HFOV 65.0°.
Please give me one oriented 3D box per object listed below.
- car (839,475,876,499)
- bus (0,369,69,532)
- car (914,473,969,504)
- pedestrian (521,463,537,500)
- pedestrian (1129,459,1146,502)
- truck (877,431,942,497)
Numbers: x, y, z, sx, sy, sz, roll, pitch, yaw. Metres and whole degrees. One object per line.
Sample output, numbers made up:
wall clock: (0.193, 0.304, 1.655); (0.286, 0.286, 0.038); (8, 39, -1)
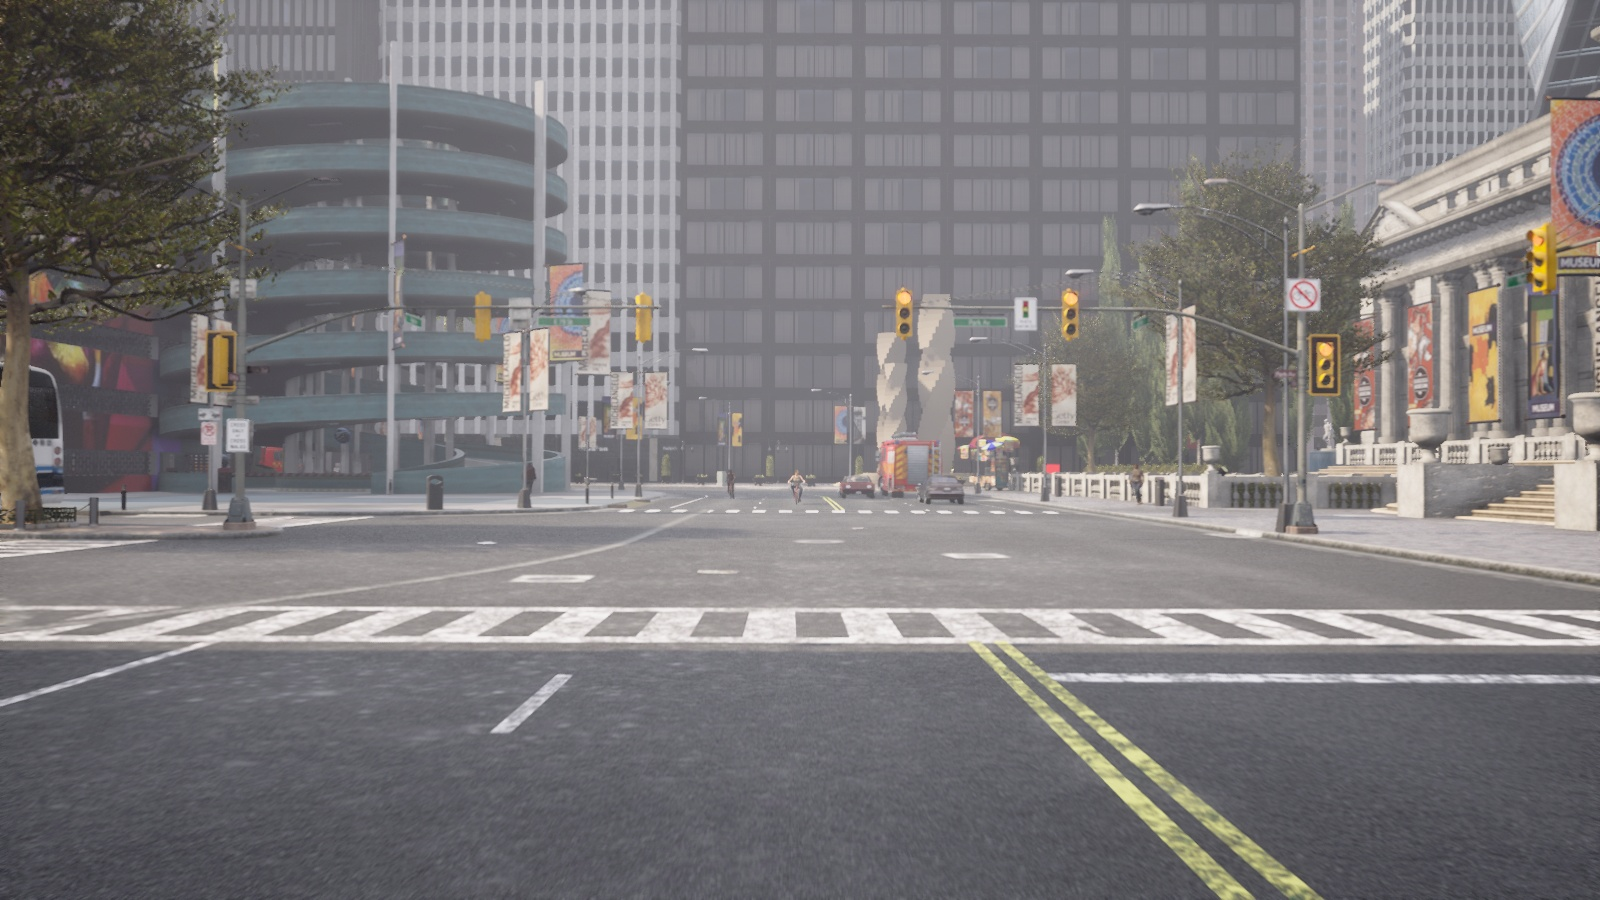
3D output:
car: (3.267, 2.102, 72.522); (1.895, 1.301, 4.718); (0, -1, 0)
bus: (-25.786, 0.107, 34.254); (10.273, 4.253, 3.944); (-1, -1, 14)
car: (6.845, 1.847, 61.185); (2.033, 1.411, 5.357); (0, -1, 0)
pedestrian: (-13.366, 1.549, 61.904); (0.634, 1.844, 0.899); (0, -1, -3)
pedestrian: (14.422, 1.301, 53.650); (0.328, 1.805, 0.869); (-1, -1, 41)
truck: (6.580, 0.893, 76.738); (2.891, 3.827, 8.468); (0, -1, -3)
